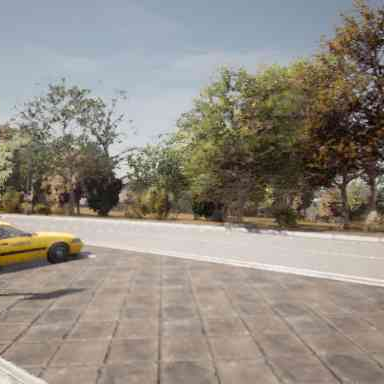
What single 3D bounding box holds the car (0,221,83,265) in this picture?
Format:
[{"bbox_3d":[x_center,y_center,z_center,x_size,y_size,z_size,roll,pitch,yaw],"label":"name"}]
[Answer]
[{"bbox_3d":[-5.703,1.469,9.441,1.946,1.575,5.366,-1,0,35],"label":"car"}]
